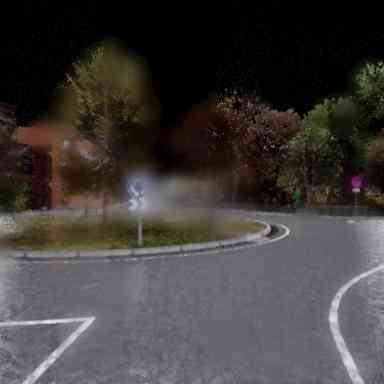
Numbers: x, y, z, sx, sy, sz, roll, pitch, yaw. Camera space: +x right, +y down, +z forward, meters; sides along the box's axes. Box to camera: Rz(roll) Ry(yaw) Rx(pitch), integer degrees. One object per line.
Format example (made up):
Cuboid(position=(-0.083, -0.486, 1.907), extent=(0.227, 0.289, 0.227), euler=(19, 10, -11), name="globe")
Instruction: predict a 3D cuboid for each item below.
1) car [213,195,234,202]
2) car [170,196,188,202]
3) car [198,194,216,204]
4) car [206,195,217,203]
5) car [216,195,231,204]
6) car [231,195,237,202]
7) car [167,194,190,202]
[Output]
Cuboid(position=(8.914, 1.754, 93.997), extent=(5.566, 2.045, 2.435), euler=(0, 0, -6), name="car")
Cuboid(position=(-3.830, 2.013, 95.389), extent=(5.008, 1.535, 2.097), euler=(0, 0, -6), name="car")
Cuboid(position=(3.047, 1.810, 70.232), extent=(2.128, 1.511, 4.902), euler=(0, -1, -6), name="car")
Cuboid(position=(4.861, 1.773, 85.218), extent=(2.097, 1.767, 4.553), euler=(0, -1, -6), name="car")
Cuboid(position=(6.233, 1.649, 71.074), extent=(2.097, 1.767, 4.553), euler=(0, -1, -6), name="car")
Cuboid(position=(9.436, 1.822, 88.240), extent=(4.553, 1.767, 2.185), euler=(0, 0, -6), name="car")
Cuboid(position=(-3.308, 1.714, 89.762), extent=(5.566, 2.045, 2.435), euler=(0, -1, -6), name="car")
